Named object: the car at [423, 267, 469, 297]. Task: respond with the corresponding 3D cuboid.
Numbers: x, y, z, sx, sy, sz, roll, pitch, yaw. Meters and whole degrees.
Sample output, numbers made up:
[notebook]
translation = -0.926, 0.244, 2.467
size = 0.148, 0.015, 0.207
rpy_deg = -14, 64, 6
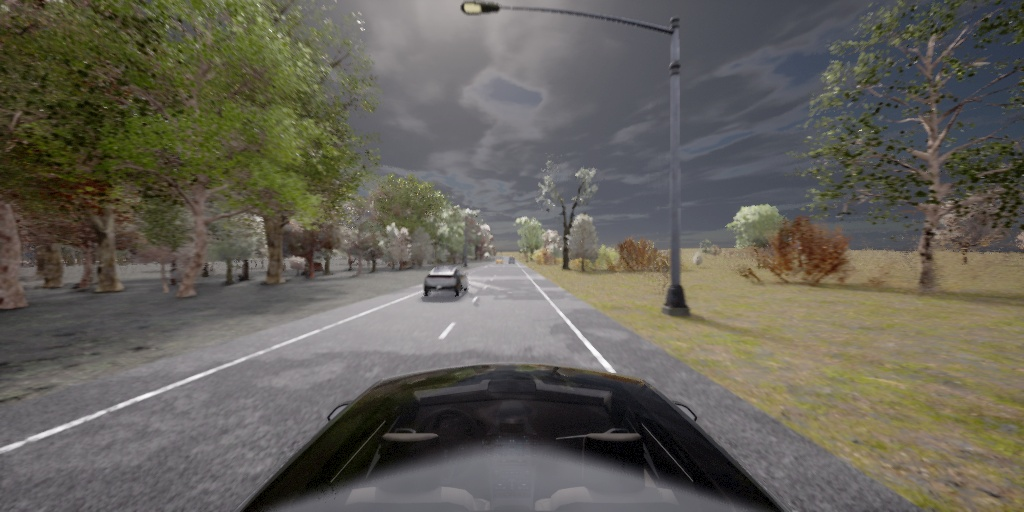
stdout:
[car]
translation = -3.521, 1.317, 19.715
size = 2.128, 1.511, 4.902
rpy_deg = 0, 0, 0
